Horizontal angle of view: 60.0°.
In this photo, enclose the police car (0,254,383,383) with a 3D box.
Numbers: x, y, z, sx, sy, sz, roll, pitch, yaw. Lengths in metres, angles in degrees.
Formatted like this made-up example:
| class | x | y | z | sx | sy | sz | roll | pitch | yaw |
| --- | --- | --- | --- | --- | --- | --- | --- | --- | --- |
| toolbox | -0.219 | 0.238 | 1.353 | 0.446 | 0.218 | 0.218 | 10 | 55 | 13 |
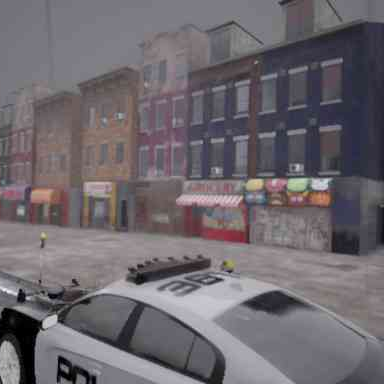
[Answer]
| class | x | y | z | sx | sy | sz | roll | pitch | yaw |
| --- | --- | --- | --- | --- | --- | --- | --- | --- | --- |
| police car | -0.339 | 1.527 | 3.537 | 5.238 | 1.638 | 1.930 | -1 | -2 | 40 |
